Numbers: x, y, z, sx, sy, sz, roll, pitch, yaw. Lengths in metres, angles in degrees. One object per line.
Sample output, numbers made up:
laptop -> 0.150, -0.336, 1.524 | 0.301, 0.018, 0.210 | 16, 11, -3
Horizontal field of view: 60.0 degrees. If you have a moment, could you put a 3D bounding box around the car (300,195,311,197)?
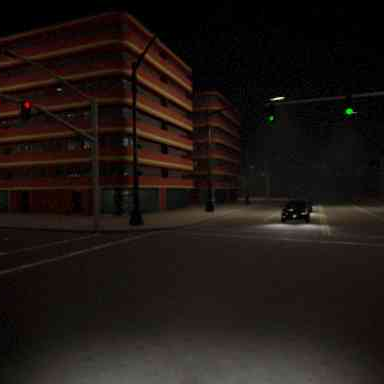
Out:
car -> 11.156, 1.329, 33.881 | 1.994, 1.385, 4.181 | -1, 0, 20

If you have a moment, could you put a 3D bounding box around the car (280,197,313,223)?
car -> 7.660, 1.350, 24.461 | 1.837, 1.490, 4.892 | -1, 0, 20

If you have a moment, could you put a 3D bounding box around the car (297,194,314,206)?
car -> 16.350, 1.137, 47.815 | 2.128, 1.511, 4.902 | -1, 0, 21
